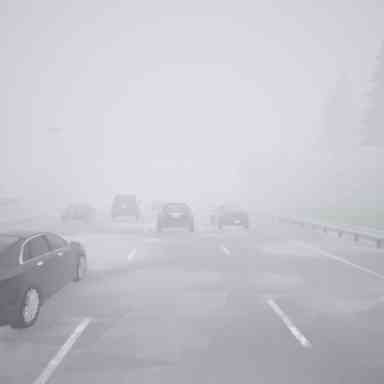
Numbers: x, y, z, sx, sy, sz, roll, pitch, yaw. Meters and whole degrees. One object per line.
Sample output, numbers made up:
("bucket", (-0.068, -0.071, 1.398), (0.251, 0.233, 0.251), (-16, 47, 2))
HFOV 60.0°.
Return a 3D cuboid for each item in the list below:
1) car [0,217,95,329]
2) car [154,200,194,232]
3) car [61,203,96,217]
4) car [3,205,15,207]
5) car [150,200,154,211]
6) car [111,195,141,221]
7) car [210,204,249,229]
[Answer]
("car", (-3.632, 1.512, 6.902), (1.837, 1.490, 4.892), (0, 0, -2))
("car", (-1.093, 1.355, 20.524), (2.097, 1.767, 4.553), (0, 0, -6))
("car", (-8.731, 1.566, 25.881), (2.033, 1.411, 5.357), (0, 0, -8))
("car", (-21.995, 1.396, 40.025), (2.097, 1.767, 4.553), (0, 0, -11))
("car", (-3.946, 1.610, 39.699), (1.895, 1.301, 4.718), (0, 0, -11))
("car", (-5.515, 1.233, 28.016), (2.150, 2.045, 5.566), (0, 0, -8))
("car", (2.348, 1.522, 21.315), (1.812, 1.442, 4.674), (0, 0, -6))
